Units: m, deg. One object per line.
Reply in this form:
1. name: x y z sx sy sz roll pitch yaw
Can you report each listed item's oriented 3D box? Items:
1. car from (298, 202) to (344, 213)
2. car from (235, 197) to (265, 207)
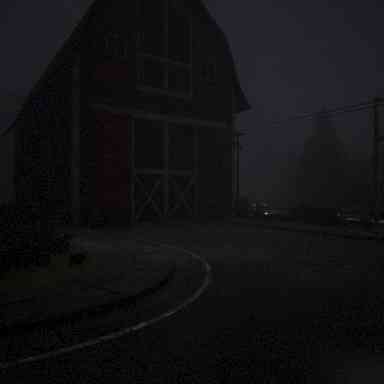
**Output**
1. car: 11.274 1.627 30.210 1.895 1.301 4.718 0 0 -34
2. car: 6.167 1.379 37.650 2.097 1.767 4.553 0 0 -34
